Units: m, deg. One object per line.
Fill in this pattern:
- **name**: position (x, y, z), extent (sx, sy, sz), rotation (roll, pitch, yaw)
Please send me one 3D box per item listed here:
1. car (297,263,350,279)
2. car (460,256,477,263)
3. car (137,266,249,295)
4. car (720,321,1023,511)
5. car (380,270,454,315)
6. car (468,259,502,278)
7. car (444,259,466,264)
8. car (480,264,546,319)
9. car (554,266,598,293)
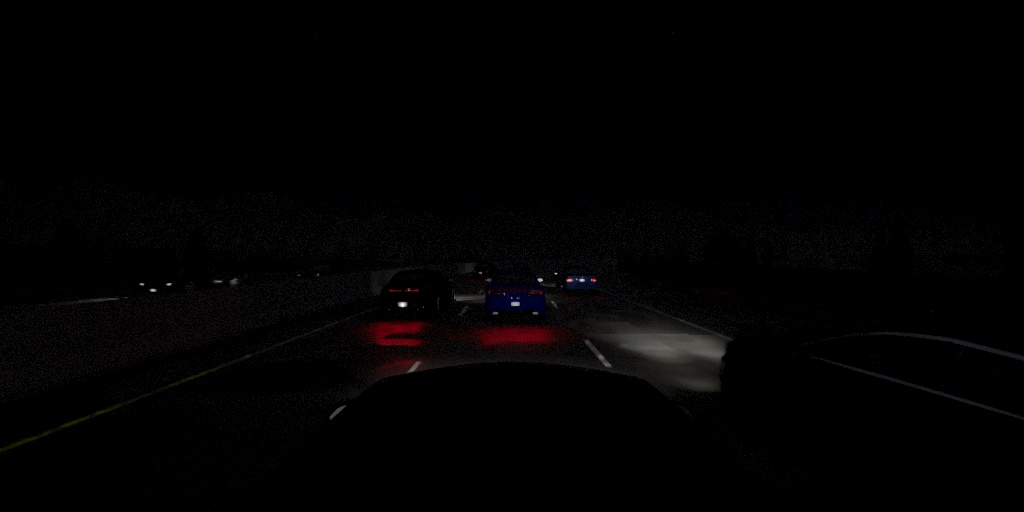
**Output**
- **car**: position (-13.774, 1.276, 26.524), extent (1.812, 1.442, 4.674), rotation (0, 0, 3)
- **car**: position (-8.148, 1.032, 64.903), extent (2.150, 2.045, 5.566), rotation (0, 0, 24)
- **car**: position (-17.532, 1.298, 20.207), extent (2.033, 1.411, 5.357), rotation (0, 0, 1)
- **car**: position (3.600, 1.242, 2.680), extent (2.128, 1.511, 4.902), rotation (0, 0, 0)
- **car**: position (-3.399, 1.255, 13.563), extent (1.837, 1.490, 4.892), rotation (0, 0, 0)
- **car**: position (-2.428, 1.277, 33.441), extent (1.812, 1.442, 4.674), rotation (0, 0, 7)
- **car**: position (-7.740, 1.352, 44.159), extent (1.895, 1.301, 4.718), rotation (0, 0, 14)
- **car**: position (0.099, 1.228, 12.804), extent (1.882, 1.535, 5.008), rotation (0, 0, 0)
- **car**: position (3.635, 1.298, 20.948), extent (2.033, 1.411, 5.357), rotation (0, 0, 1)
